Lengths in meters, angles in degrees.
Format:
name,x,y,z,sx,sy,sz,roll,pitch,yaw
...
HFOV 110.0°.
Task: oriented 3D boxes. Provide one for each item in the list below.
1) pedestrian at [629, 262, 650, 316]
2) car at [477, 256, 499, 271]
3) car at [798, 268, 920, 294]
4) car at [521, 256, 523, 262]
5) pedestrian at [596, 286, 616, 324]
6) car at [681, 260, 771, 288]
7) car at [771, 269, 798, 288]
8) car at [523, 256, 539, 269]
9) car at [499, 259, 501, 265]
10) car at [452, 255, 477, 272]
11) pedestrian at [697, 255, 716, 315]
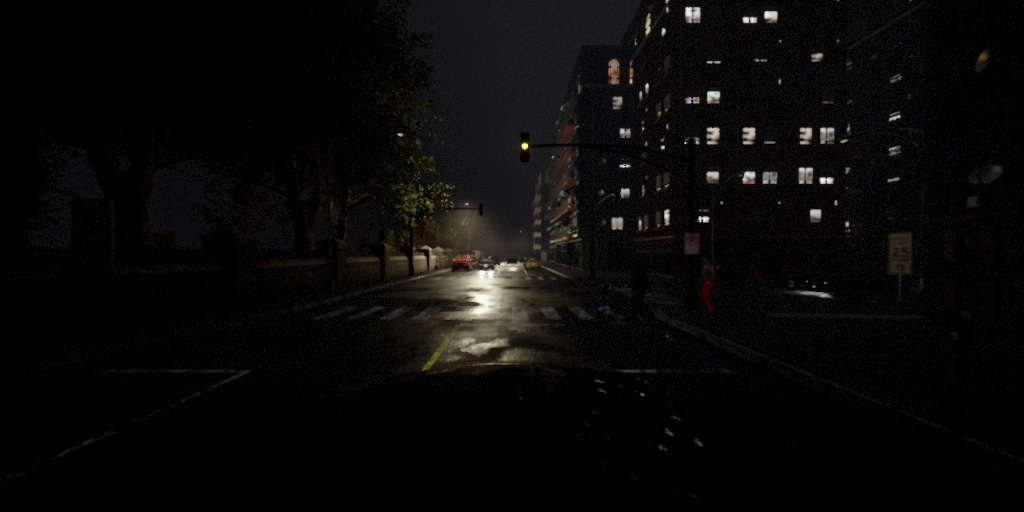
name,x,y,z,sx,sy,sz,roll,pitch,yaw
pedestrian,4.051,0.984,11.430,0.375,1.860,0.375,0,1,0
car,-3.069,0.985,44.661,2.128,1.511,4.902,0,0,0
car,21.564,1.581,22.452,5.357,1.411,2.033,1,1,0
car,2.702,0.996,52.686,1.888,1.381,4.507,0,0,0
pedestrian,2.708,0.991,10.230,0.375,1.860,0.375,0,1,0
car,14.604,1.196,25.030,5.009,1.841,2.192,0,0,0
car,20.299,1.530,25.047,4.507,1.381,1.888,0,0,0
car,2.701,1.006,47.321,1.751,1.417,4.829,0,0,0
car,-3.008,0.899,62.969,1.837,1.490,4.892,0,0,1
car,-5.681,0.826,41.617,2.192,1.841,5.009,0,0,0
pedestrian,5.906,0.838,10.828,0.375,1.860,0.375,0,1,0
